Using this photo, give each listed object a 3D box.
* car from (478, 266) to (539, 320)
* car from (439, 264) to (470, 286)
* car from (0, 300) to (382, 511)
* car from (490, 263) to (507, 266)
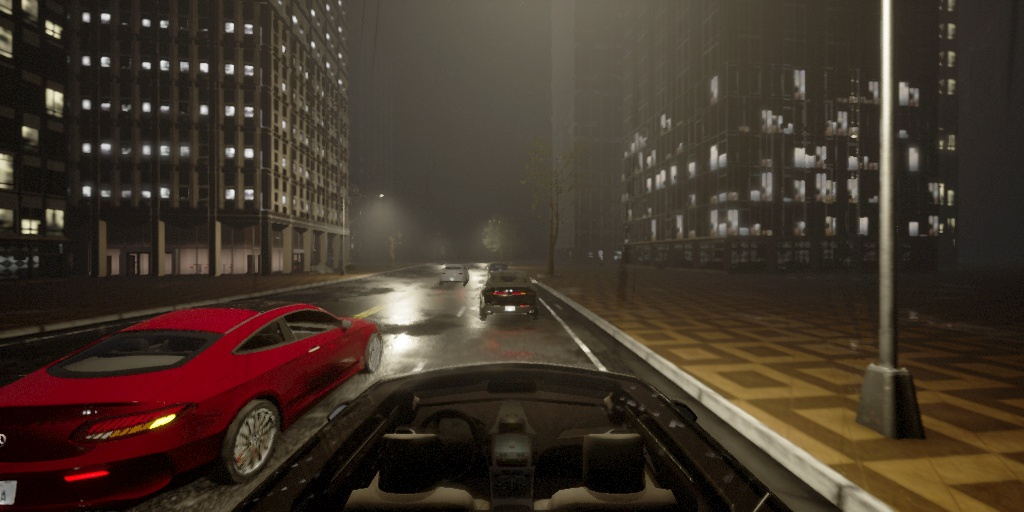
[{"bbox_3d":[-0.127,1.255,12.683,1.837,1.490,4.892,0,0,-2],"label":"car"},{"bbox_3d":[-3.994,1.283,25.307,1.812,1.442,4.674,0,0,-4],"label":"car"},{"bbox_3d":[-3.201,1.279,4.492,1.812,1.442,4.674,0,0,0],"label":"car"},{"bbox_3d":[-1.182,1.304,31.529,2.033,1.411,5.357,0,0,-5],"label":"car"}]
